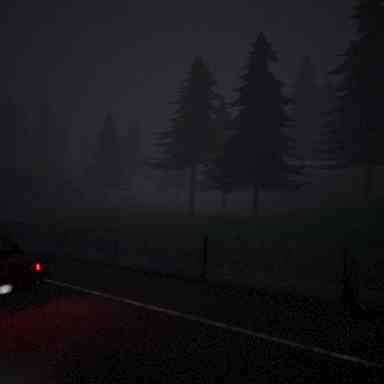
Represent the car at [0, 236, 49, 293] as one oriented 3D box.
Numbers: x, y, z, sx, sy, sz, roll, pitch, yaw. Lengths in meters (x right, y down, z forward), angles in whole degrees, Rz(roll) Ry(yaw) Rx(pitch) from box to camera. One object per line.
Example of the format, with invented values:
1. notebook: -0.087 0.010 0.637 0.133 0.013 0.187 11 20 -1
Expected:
1. car: -5.564 1.686 7.961 4.718 1.301 1.895 -1 0 35
